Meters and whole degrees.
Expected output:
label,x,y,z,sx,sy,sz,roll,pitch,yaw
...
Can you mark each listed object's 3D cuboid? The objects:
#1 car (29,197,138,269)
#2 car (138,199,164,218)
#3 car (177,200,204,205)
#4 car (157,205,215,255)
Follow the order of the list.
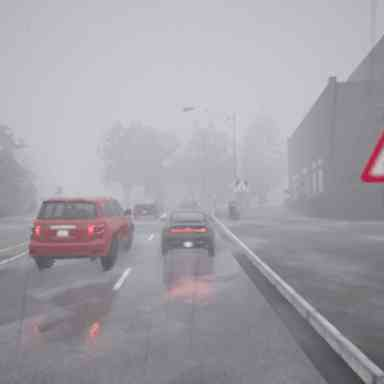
label,x,y,z,sx,sy,sz,roll,pitch,yaw
car,-3.387,1.185,11.253,2.150,2.045,5.566,0,-1,-1
car,-3.464,1.291,27.389,1.882,1.535,5.008,-1,1,2
car,-0.259,1.356,26.498,1.994,1.385,4.181,-1,1,2
car,-0.171,1.436,12.964,1.837,1.490,4.892,0,-1,-1
